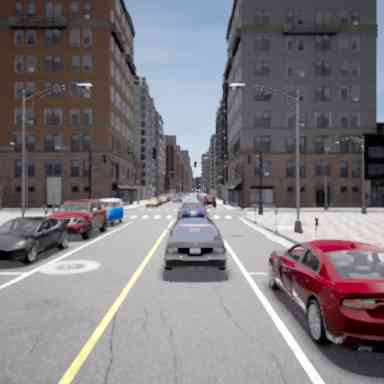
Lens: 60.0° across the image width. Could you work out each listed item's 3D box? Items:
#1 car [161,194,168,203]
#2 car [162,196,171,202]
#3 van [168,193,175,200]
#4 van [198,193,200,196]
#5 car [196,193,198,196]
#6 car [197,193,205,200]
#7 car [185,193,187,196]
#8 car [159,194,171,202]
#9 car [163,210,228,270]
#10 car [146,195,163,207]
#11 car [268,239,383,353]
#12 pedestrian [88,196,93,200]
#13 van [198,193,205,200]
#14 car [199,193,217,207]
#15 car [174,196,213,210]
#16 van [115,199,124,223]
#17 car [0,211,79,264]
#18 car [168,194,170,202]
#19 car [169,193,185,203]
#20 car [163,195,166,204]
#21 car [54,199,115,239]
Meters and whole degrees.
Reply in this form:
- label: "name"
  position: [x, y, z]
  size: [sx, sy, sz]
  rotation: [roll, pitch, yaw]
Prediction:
- label: "car"
  position: [-5.930, 1.520, 61.348]
  size: [1.752, 1.417, 4.829]
  rotation: [0, 0, 0]
- label: "car"
  position: [-5.952, 1.552, 78.483]
  size: [1.802, 1.307, 4.206]
  rotation: [0, 0, 0]
- label: "van"
  position: [-5.972, 1.283, 95.448]
  size: [1.690, 1.788, 3.998]
  rotation: [0, 0, 0]
- label: "van"
  position: [2.588, 1.328, 67.162]
  size: [1.690, 1.788, 3.998]
  rotation: [0, 0, 0]
- label: "car"
  position: [2.574, 1.496, 78.645]
  size: [1.752, 1.417, 4.829]
  rotation: [0, 0, 0]
- label: "car"
  position: [2.554, 1.258, 95.444]
  size: [2.192, 1.841, 5.009]
  rotation: [0, 0, 0]
- label: "car"
  position: [-3.103, 1.171, 84.080]
  size: [2.150, 2.045, 5.566]
  rotation: [0, 0, 0]
- label: "car"
  position: [-5.944, 1.294, 72.828]
  size: [2.192, 1.841, 5.009]
  rotation: [0, 0, 0]
- label: "car"
  position: [0.088, 1.563, 11.094]
  size: [2.033, 1.411, 5.357]
  rotation: [0, 0, 0]
- label: "car"
  position: [-5.917, 1.534, 50.038]
  size: [1.752, 1.417, 4.829]
  rotation: [0, 0, 0]
- label: "car"
  position: [2.662, 1.554, 6.256]
  size: [1.887, 1.381, 4.507]
  rotation: [0, 0, 0]
- label: "pedestrian"
  position: [-12.601, 1.153, 41.150]
  size: [0.375, 1.860, 0.375]
  rotation: [0, 0, 1]
- label: "van"
  position: [2.561, 1.294, 89.787]
  size: [1.690, 1.788, 3.998]
  rotation: [0, 0, 0]
- label: "car"
  position: [2.610, 1.324, 50.191]
  size: [2.192, 1.841, 5.009]
  rotation: [0, 0, 0]
- label: "car"
  position: [0.067, 1.383, 22.961]
  size: [2.097, 1.767, 4.553]
  rotation: [0, 0, 0]
- label: "van"
  position: [-5.885, 1.371, 23.193]
  size: [1.690, 1.788, 3.998]
  rotation: [0, 0, 0]
- label: "car"
  position: [-5.871, 1.582, 11.911]
  size: [1.947, 1.339, 4.313]
  rotation: [0, 0, 0]
- label: "car"
  position: [-5.938, 1.512, 67.003]
  size: [1.752, 1.417, 4.829]
  rotation: [0, 0, 0]
- label: "car"
  position: [-3.083, 1.341, 68.575]
  size: [2.097, 1.767, 4.553]
  rotation: [0, 0, 0]
- label: "car"
  position: [-5.924, 1.567, 55.864]
  size: [1.947, 1.339, 4.313]
  rotation: [0, 0, 0]
- label: "car"
  position: [-5.878, 1.339, 17.551]
  size: [2.192, 1.841, 5.009]
  rotation: [0, 0, 0]
